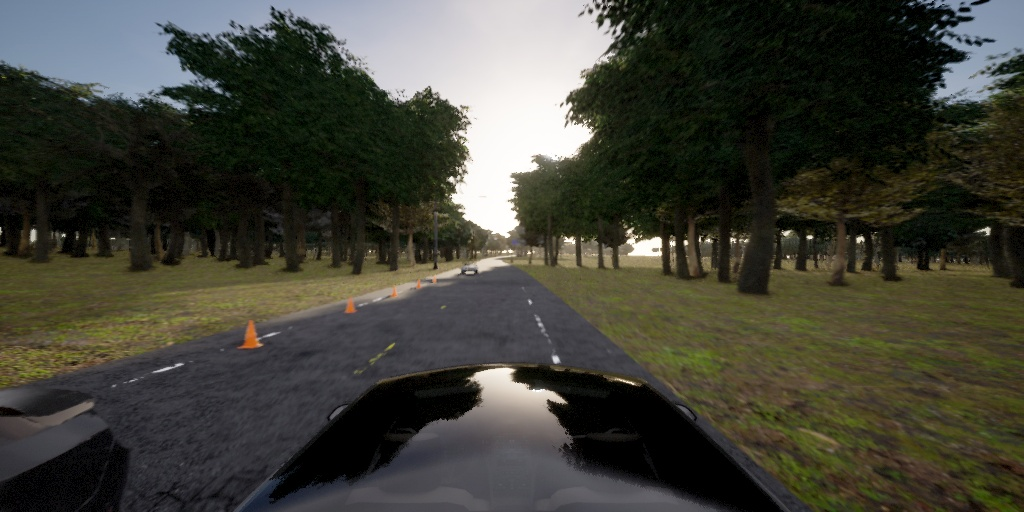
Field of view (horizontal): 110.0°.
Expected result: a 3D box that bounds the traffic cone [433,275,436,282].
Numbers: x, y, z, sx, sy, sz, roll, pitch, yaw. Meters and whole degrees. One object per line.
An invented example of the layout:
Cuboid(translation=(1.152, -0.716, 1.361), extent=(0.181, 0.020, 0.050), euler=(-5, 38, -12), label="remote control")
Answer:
Cuboid(translation=(-6.033, 1.743, 27.934), extent=(0.340, 0.580, 0.340), euler=(0, 0, -1), label="traffic cone")

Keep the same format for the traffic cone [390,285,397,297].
Cuboid(translation=(-5.883, 1.729, 17.957), extent=(0.340, 0.580, 0.340), euler=(0, 0, -1), label="traffic cone")

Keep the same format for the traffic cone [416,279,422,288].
Cuboid(translation=(-5.949, 1.736, 22.946), extent=(0.340, 0.580, 0.340), euler=(0, 0, -1), label="traffic cone")

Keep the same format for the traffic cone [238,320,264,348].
Cuboid(translation=(-5.806, 1.720, 7.980), extent=(0.340, 0.580, 0.340), euler=(0, 0, 0), label="traffic cone")

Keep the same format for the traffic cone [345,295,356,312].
Cuboid(translation=(-5.835, 1.724, 12.969), extent=(0.340, 0.580, 0.340), euler=(0, 0, 0), label="traffic cone")

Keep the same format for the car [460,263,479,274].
Cuboid(translation=(-4.995, 1.443, 42.910), extent=(1.895, 1.301, 4.718), euler=(0, 0, -2), label="car")
